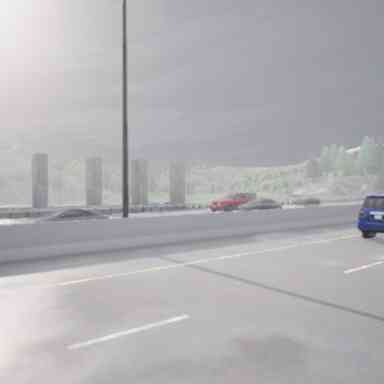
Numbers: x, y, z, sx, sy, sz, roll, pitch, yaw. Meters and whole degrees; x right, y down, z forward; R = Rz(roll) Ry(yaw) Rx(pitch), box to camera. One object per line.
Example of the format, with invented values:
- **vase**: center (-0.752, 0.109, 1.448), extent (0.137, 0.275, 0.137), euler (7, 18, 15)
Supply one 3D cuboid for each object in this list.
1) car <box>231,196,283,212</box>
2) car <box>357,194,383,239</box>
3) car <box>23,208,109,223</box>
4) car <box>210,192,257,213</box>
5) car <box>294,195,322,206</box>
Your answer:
- **car**: center (6.221, 1.329, 30.311), extent (4.892, 1.490, 1.837), euler (0, 0, -37)
- **car**: center (9.780, 1.092, 15.237), extent (5.566, 2.045, 2.150), euler (-1, 0, -37)
- **car**: center (-6.272, 1.526, 16.746), extent (4.181, 1.385, 1.994), euler (-1, 0, -36)
- **car**: center (4.360, 1.044, 33.290), extent (5.566, 2.045, 2.150), euler (0, 0, -37)
- **car**: center (16.304, 1.209, 46.598), extent (4.674, 1.442, 1.812), euler (-1, 0, -36)
